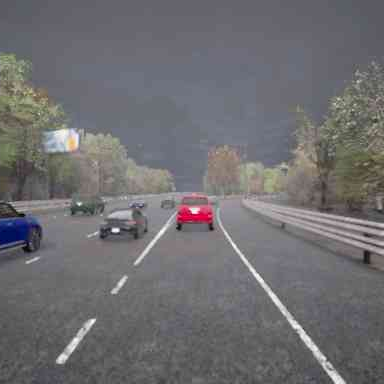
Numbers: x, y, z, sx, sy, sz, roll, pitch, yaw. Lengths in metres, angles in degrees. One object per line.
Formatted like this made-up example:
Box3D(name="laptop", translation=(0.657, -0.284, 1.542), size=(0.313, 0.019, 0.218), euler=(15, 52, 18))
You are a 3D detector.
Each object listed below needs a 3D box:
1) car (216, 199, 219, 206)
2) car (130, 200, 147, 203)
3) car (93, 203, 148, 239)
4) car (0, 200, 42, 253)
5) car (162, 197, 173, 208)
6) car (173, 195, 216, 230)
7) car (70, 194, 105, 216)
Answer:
Box3D(name="car", translation=(3.442, 1.627, 56.462), size=(1.994, 1.385, 4.181), euler=(0, -1, 9))
Box3D(name="car", translation=(-6.920, 1.626, 43.210), size=(1.895, 1.301, 4.718), euler=(0, 0, 0))
Box3D(name="car", translation=(-3.405, 1.535, 17.146), size=(1.812, 1.442, 4.674), euler=(0, 0, 0))
Box3D(name="car", translation=(-6.905, 1.227, 10.604), size=(2.150, 2.045, 5.566), euler=(0, 0, 0))
Box3D(name="car", translation=(-3.424, 1.535, 49.336), size=(1.837, 1.490, 4.892), euler=(0, 0, 0))
Box3D(name="car", translation=(0.251, 1.232, 21.578), size=(2.150, 2.045, 5.566), euler=(0, 0, 2))
Box3D(name="car", translation=(-10.416, 1.241, 33.496), size=(2.150, 2.045, 5.566), euler=(0, 0, 0))
